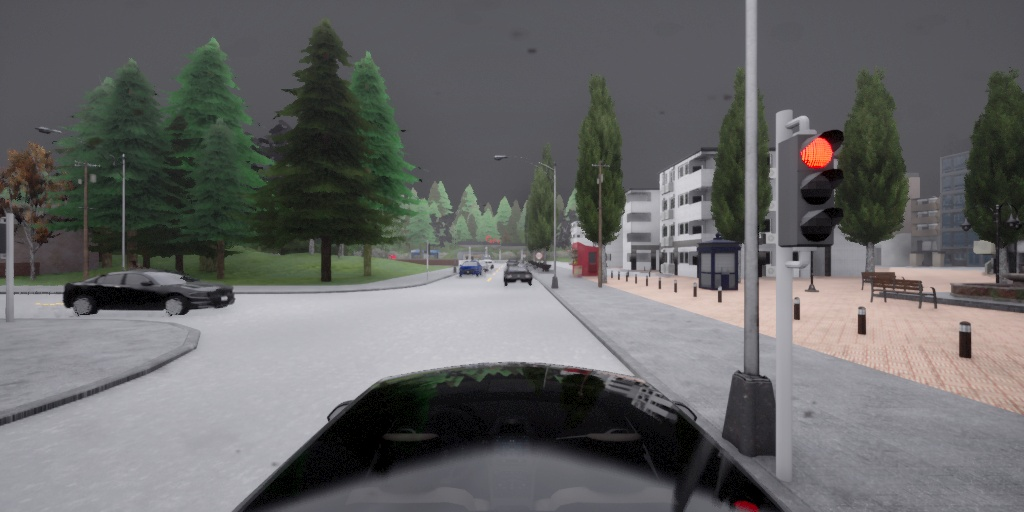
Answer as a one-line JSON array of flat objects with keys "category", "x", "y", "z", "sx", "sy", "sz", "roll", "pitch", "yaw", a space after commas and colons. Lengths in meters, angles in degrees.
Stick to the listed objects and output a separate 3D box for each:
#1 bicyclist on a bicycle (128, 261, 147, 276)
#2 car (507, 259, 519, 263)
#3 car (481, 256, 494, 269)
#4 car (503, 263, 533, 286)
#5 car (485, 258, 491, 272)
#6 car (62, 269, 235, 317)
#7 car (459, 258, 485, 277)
[{"category": "bicyclist on a bicycle", "x": -22.137, "y": 1.099, "z": 21.137, "sx": 0.582, "sy": 1.620, "sz": 1.656, "roll": 0, "pitch": 0, "yaw": 0}, {"category": "car", "x": 0.141, "y": 1.241, "z": 58.659, "sx": 2.128, "sy": 1.511, "sz": 4.902, "roll": 0, "pitch": 0, "yaw": 0}, {"category": "car", "x": -4.025, "y": 0.971, "z": 56.389, "sx": 2.150, "sy": 2.045, "sz": 5.566, "roll": 0, "pitch": 0, "yaw": 0}, {"category": "car", "x": 0.317, "y": 1.351, "z": 25.453, "sx": 1.895, "sy": 1.301, "sz": 4.718, "roll": 0, "pitch": 0, "yaw": -2}, {"category": "car", "x": -4.070, "y": 1.275, "z": 45.989, "sx": 1.812, "sy": 1.442, "sz": 4.674, "roll": 0, "pitch": 0, "yaw": 0}, {"category": "car", "x": -12.667, "y": 1.228, "z": 12.707, "sx": 5.008, "sy": 1.535, "sz": 1.882, "roll": 0, "pitch": 0, "yaw": 1}, {"category": "car", "x": -4.089, "y": 1.227, "z": 35.828, "sx": 1.882, "sy": 1.535, "sz": 5.008, "roll": 0, "pitch": 0, "yaw": 0}]
